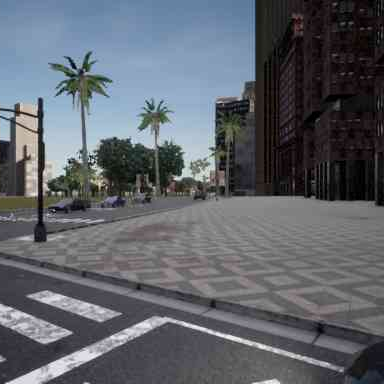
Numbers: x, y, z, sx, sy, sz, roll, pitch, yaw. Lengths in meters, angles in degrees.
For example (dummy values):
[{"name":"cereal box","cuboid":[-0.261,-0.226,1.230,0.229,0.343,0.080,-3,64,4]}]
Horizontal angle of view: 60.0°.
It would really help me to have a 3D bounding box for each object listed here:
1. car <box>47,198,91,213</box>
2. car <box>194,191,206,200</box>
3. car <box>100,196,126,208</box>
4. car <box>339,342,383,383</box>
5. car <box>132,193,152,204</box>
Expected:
[{"name":"car","cuboid":[-12.435,1.363,34.170,2.033,1.411,5.357,0,0,14]},{"name":"car","cuboid":[1.707,0.692,71.364,2.150,2.045,5.566,0,1,8]},{"name":"car","cuboid":[-10.213,1.260,43.564,1.812,1.442,4.674,0,1,13]},{"name":"car","cuboid":[3.208,1.505,1.422,4.892,1.490,1.837,0,0,34]},{"name":"car","cuboid":[-8.088,0.995,53.645,2.097,1.767,4.553,0,1,11]}]
